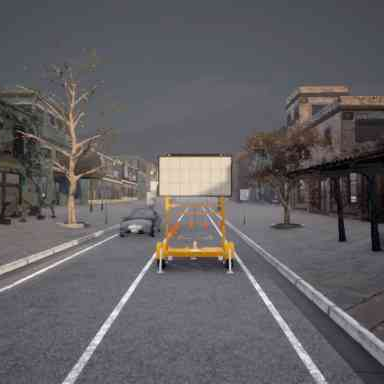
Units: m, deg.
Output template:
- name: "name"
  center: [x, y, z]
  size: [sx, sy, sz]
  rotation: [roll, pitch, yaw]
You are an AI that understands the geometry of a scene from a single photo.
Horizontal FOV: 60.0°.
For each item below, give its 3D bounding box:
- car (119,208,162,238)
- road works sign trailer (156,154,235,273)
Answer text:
- name: "car"
  center: [-2.810, 1.700, 18.922]
  size: [2.128, 1.511, 4.902]
  rotation: [0, -1, 1]
- name: "road works sign trailer"
  center: [0.108, 0.552, 10.922]
  size: [2.380, 3.560, 2.880]
  rotation: [0, -1, 1]
